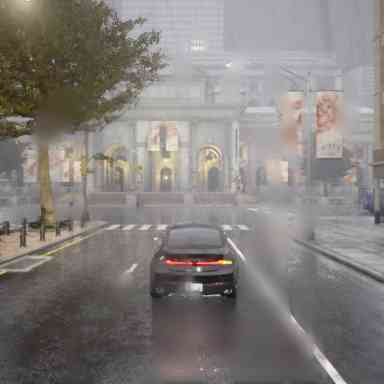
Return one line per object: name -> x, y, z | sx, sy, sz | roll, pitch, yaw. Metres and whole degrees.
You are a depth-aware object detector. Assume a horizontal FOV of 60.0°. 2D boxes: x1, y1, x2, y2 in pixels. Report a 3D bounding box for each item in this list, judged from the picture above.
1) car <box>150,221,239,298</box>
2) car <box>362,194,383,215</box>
car -> 0.061, 1.504, 8.519 | 1.837, 1.490, 4.892 | 0, 0, 0
car -> 19.861, 1.219, 32.805 | 5.566, 2.045, 2.150 | 0, 0, 1
